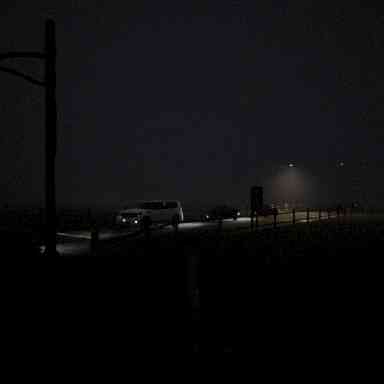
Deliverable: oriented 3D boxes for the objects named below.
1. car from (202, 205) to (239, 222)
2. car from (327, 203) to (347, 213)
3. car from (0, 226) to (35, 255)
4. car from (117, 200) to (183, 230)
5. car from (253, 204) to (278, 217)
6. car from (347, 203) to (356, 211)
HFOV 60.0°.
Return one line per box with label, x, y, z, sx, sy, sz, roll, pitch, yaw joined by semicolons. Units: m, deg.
car;2.878;2.067;32.533;2.128;1.511;4.902;0;-1;36
car;23.329;2.671;54.208;1.812;1.442;4.674;0;-1;37
car;-8.990;1.676;12.790;5.357;1.411;2.033;1;-1;-25
car;-2.937;1.608;24.595;2.150;2.045;5.566;0;-1;36
car;8.910;2.266;40.762;2.128;1.511;4.902;0;-1;36
car;29.818;2.867;63.082;1.837;1.490;4.892;0;-1;36
